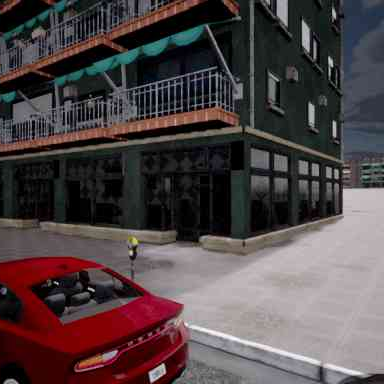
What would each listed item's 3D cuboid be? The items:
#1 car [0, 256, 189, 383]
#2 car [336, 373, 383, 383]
[{"bbox_3d":[-2.138,1.545,4.389,4.507,1.381,1.887,0,0,35],"label":"car"},{"bbox_3d":[2.460,1.566,1.129,4.313,1.339,1.947,0,0,35],"label":"car"}]
